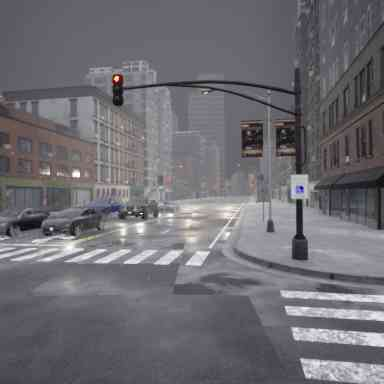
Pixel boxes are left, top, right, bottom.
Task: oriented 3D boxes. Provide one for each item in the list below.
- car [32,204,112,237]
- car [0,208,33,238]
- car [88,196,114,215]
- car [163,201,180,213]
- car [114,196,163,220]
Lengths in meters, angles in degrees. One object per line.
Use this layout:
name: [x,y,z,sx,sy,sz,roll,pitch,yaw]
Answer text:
car: [-6.638,1.644,19.107,1.837,1.490,4.892,-1,-1,10]
car: [-9.965,1.670,19.056,2.128,1.511,4.902,-1,0,9]
car: [-7.951,1.420,30.270,2.150,2.045,5.566,-1,0,10]
car: [-2.814,1.782,40.491,1.895,1.301,4.718,-1,0,10]
car: [-4.661,1.380,30.192,2.150,2.045,5.566,-1,0,11]
